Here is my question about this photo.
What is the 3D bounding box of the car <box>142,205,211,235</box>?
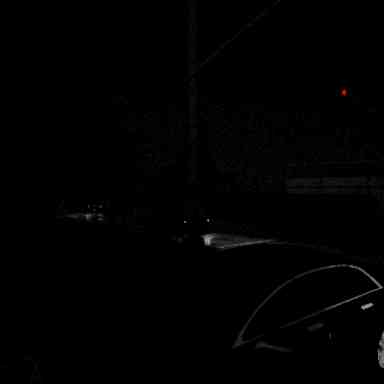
[{"bbox_3d":[-0.977,1.601,19.101,1.895,1.301,4.718,0,0,-36],"label":"car"}]

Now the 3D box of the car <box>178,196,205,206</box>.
[{"bbox_3d":[0.175,1.284,50.012,5.008,1.535,1.882,0,0,-39],"label":"car"}]

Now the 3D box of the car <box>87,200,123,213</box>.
[{"bbox_3d":[-9.623,1.601,36.892,1.895,1.301,4.718,0,0,16],"label":"car"}]

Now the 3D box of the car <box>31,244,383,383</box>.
[{"bbox_3d":[0.758,1.505,4.012,4.892,1.490,1.837,0,2,-34],"label":"car"}]
